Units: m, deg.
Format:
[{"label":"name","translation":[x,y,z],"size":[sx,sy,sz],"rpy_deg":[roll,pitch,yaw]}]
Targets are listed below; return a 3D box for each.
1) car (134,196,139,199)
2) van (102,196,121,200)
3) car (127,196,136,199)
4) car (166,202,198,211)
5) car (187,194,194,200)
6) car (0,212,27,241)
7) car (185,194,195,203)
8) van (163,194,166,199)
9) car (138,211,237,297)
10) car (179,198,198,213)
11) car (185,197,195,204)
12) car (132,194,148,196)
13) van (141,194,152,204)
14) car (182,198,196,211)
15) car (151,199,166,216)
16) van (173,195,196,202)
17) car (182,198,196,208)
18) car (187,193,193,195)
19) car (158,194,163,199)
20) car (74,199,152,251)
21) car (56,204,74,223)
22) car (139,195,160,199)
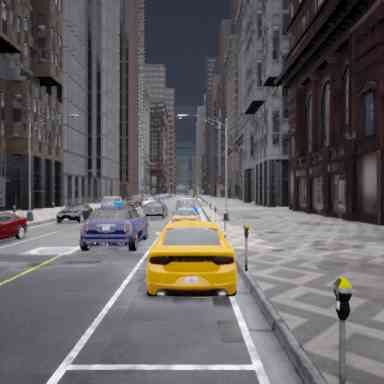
[{"label":"car","translation":[-8.910,1.584,48.269],"size":[1.947,1.339,4.313],"rpy_deg":[0,0,0]},{"label":"van","translation":[-8.911,1.353,36.996],"size":[1.690,1.788,3.998],"rpy_deg":[0,0,0]},{"label":"car","translation":[-8.910,1.581,42.633],"size":[1.947,1.339,4.313],"rpy_deg":[0,0,0]},{"label":"car","translation":[-0.385,1.529,20.269],"size":[1.752,1.417,4.829],"rpy_deg":[0,0,0]},{"label":"car","translation":[-0.386,1.484,93.370],"size":[1.967,1.590,4.097],"rpy_deg":[0,0,0]},{"label":"car","translation":[-8.910,1.546,14.449],"size":[1.887,1.381,4.507],"rpy_deg":[0,0,0]},{"label":"car","translation":[-0.386,1.346,70.826],"size":[2.192,1.841,5.009],"rpy_deg":[0,0,0]},{"label":"van","translation":[-8.911,1.385,93.363],"size":[1.690,1.788,3.998],"rpy_deg":[0,0,0]},{"label":"car","translation":[-0.006,1.478,8.650],"size":[1.882,1.535,5.008],"rpy_deg":[0,0,0]},{"label":"car","translation":[-0.386,1.452,37.008],"size":[1.967,1.590,4.097],"rpy_deg":[0,0,0]},{"label":"car","translation":[-0.385,1.593,65.189],"size":[1.947,1.339,4.313],"rpy_deg":[0,0,0]},{"label":"car","translation":[-8.911,1.336,53.906],"size":[2.192,1.841,5.009],"rpy_deg":[0,0,0]},{"label":"van","translation":[-8.911,1.368,65.180],"size":[1.690,1.788,3.998],"rpy_deg":[0,0,0]},{"label":"car","translation":[-0.385,1.541,42.814],"size":[1.752,1.417,4.829],"rpy_deg":[0,0,0]},{"label":"car","translation":[-3.145,1.573,29.338],"size":[2.033,1.411,5.357],"rpy_deg":[0,0,0]},{"label":"van","translation":[-0.386,1.348,25.735],"size":[1.690,1.788,3.998],"rpy_deg":[0,0,0]},{"label":"car","translation":[-0.385,1.569,48.280],"size":[2.008,1.369,4.403],"rpy_deg":[0,0,0]},{"label":"car","translation":[-0.386,1.464,59.552],"size":[1.967,1.590,4.097],"rpy_deg":[0,0,0]},{"label":"car","translation":[-8.911,1.477,82.090],"size":[1.967,1.590,4.097],"rpy_deg":[0,0,0]},{"label":"car","translation":[-3.145,1.369,14.308],"size":[2.097,1.767,4.553],"rpy_deg":[0,0,0]},{"label":"car","translation":[-8.910,1.572,25.722],"size":[1.947,1.339,4.313],"rpy_deg":[0,0,0]},{"label":"car","translation":[-6.145,1.579,48.337],"size":[1.812,1.442,4.674],"rpy_deg":[0,0,0]}]
